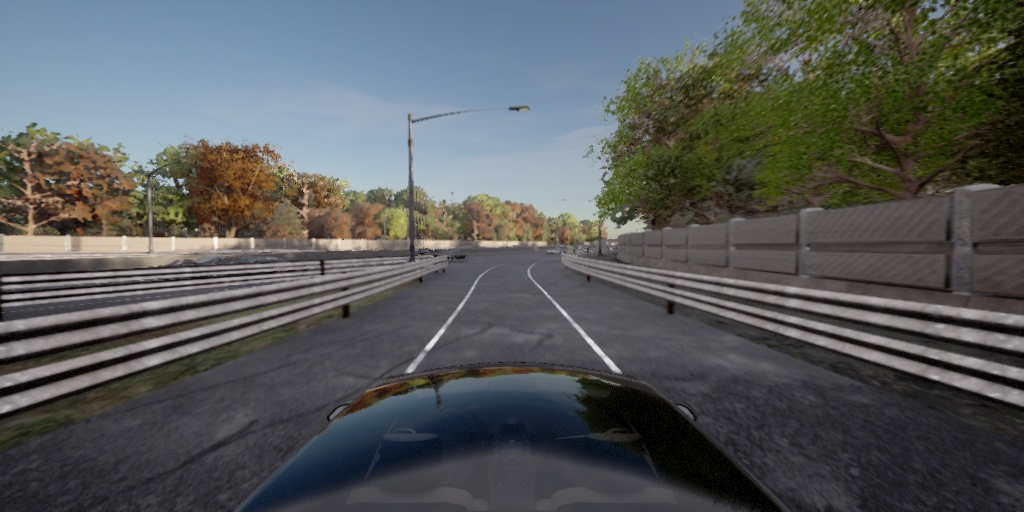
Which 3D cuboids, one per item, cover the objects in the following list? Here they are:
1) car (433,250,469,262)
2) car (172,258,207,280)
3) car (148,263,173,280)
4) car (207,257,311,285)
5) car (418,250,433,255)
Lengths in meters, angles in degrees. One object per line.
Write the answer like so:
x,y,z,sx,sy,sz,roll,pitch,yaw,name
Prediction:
-7.309,-0.046,45.600,2.128,1.511,4.902,0,2,24,car
-17.699,0.780,22.645,1.837,1.490,4.892,0,2,24,car
-20.940,0.852,23.980,1.895,1.301,4.718,0,2,24,car
-14.471,0.789,21.291,2.128,1.511,4.902,0,2,24,car
-10.403,-0.066,47.248,1.837,1.490,4.892,0,2,24,car
